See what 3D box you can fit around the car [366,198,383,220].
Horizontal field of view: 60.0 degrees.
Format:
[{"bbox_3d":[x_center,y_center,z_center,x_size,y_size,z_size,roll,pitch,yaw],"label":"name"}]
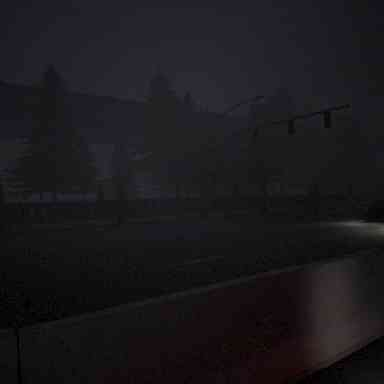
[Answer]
[{"bbox_3d":[13.640,1.053,22.313,5.008,1.535,1.882,-1,1,-35],"label":"car"}]
